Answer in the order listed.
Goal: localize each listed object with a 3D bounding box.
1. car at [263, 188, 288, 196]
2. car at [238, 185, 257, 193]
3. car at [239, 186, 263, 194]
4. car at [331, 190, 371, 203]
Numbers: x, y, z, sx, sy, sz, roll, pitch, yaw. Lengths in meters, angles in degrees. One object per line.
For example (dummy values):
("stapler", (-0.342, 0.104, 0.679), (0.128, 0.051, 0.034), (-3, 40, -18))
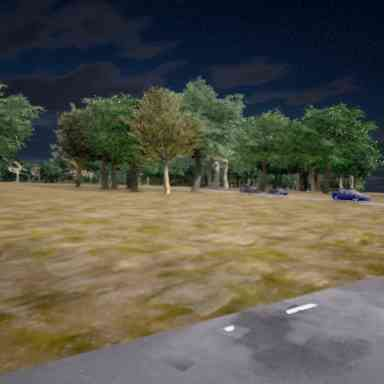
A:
("car", (15.363, -0.110, 59.797), (1.994, 1.385, 4.181), (2, 2, -23))
("car", (11.446, -0.603, 68.800), (1.994, 1.385, 4.181), (2, 2, -23))
("car", (11.115, -0.357, 61.944), (2.033, 1.411, 5.357), (2, 2, -23))
("car", (19.778, 0.490, 41.475), (1.882, 1.535, 5.008), (2, 2, -23))
